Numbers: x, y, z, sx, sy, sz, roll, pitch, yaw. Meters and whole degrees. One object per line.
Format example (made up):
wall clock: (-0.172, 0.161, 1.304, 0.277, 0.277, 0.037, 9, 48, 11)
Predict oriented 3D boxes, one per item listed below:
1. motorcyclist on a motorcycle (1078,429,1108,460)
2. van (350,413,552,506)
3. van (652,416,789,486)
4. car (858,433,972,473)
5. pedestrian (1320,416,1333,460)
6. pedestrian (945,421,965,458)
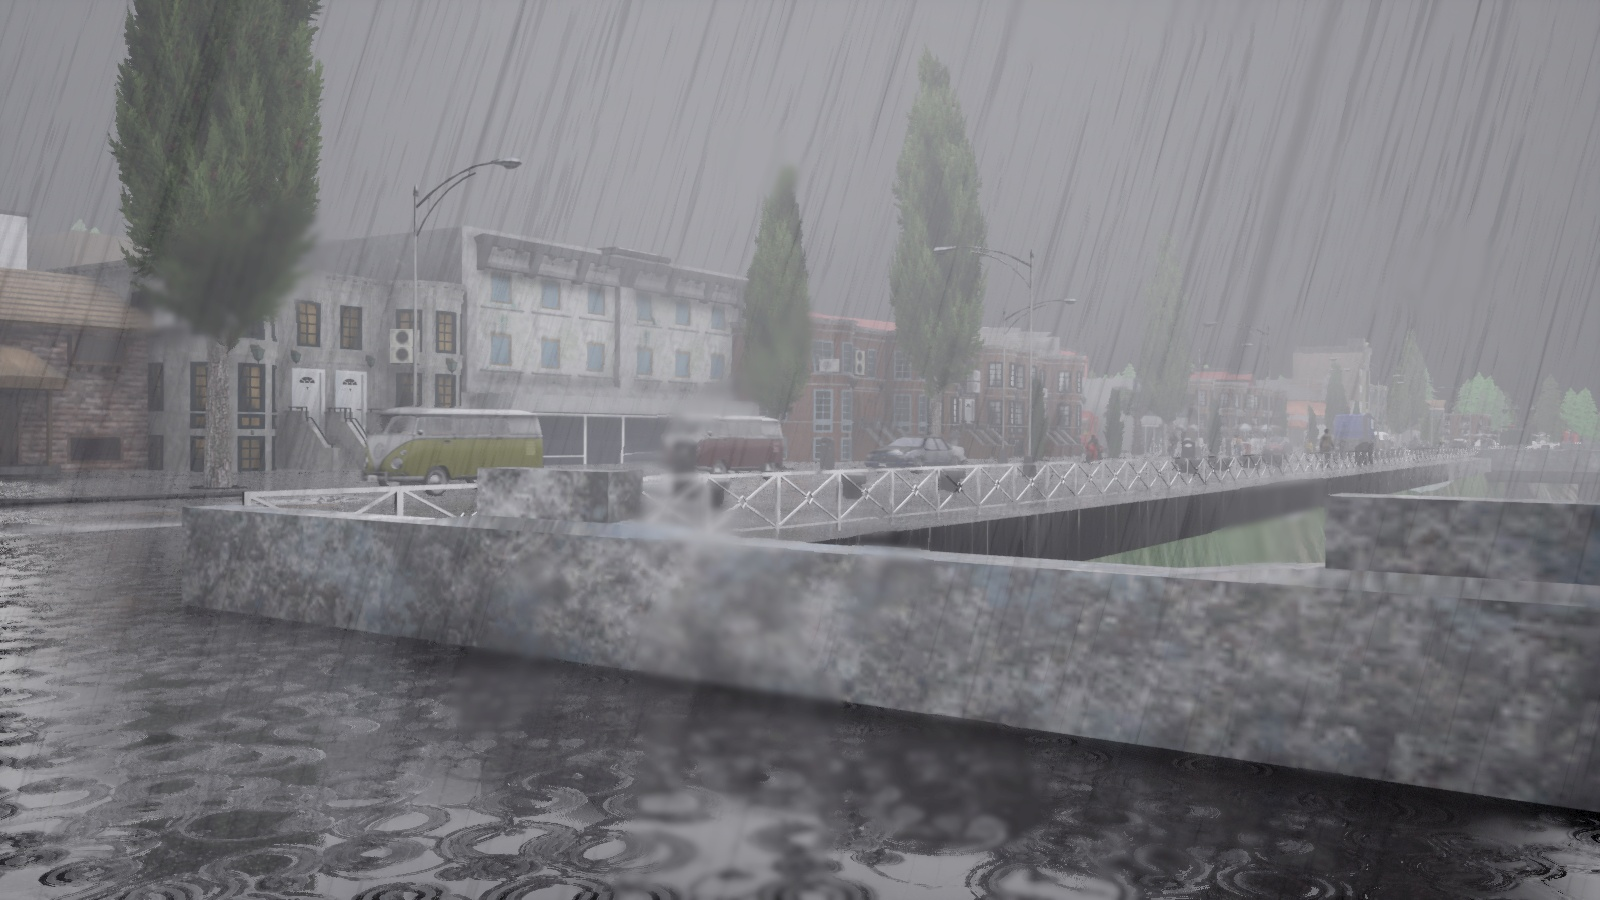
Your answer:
motorcyclist on a motorcycle: (14.914, -0.293, 63.868, 0.797, 1.523, 2.044, 0, 1, 34)
van: (-8.030, 0.153, 29.285, 1.775, 1.987, 4.442, 0, 1, 34)
van: (-2.332, -0.013, 37.874, 1.775, 1.987, 4.442, 0, 1, 34)
car: (4.491, 0.081, 48.159, 2.033, 1.411, 5.357, 0, 1, 34)
pedestrian: (23.607, -0.541, 56.308, 0.396, 1.930, 0.692, 0, 1, 37)
pedestrian: (8.144, -0.541, 65.969, 0.659, 1.952, 0.873, 0, 1, 43)
